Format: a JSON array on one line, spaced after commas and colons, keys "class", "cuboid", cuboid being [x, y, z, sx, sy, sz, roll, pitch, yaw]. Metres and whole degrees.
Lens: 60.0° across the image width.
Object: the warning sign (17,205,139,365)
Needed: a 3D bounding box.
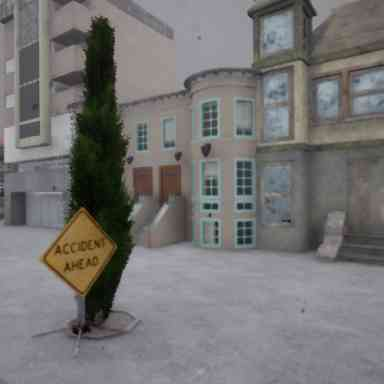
[{"class": "warning sign", "cuboid": [-1.614, 1.153, 4.835, 1.060, 1.860, 1.300, -1, 0, 35]}]
